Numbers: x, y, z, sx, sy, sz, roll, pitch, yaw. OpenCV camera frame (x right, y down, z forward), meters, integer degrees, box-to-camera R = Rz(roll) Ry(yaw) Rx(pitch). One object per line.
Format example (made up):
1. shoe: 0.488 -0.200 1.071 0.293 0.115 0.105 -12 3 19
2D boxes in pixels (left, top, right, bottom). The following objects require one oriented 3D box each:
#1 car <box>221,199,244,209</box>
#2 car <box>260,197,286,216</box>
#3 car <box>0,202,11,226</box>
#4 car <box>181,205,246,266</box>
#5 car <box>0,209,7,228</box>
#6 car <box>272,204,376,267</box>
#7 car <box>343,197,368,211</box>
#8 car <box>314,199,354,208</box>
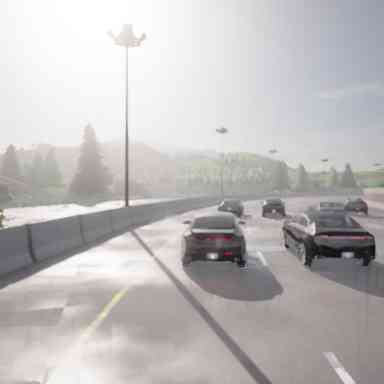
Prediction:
1. car: 3.401 1.292 28.505 1.994 1.385 4.181 0 1 12
2. car: 7.016 1.239 28.727 1.837 1.490 4.892 0 1 12
3. car: -12.725 1.341 18.371 2.033 1.411 5.357 0 1 8
4. car: 0.740 1.397 11.102 1.837 1.490 4.892 0 1 5
5. car: -9.780 1.327 13.252 1.882 1.535 5.008 0 1 6
6. car: 4.240 1.392 11.027 2.128 1.511 4.902 0 1 5
7. car: 14.612 1.224 30.449 2.128 1.511 4.902 0 1 14
8. car: 9.475 1.336 23.575 2.033 1.411 5.357 0 1 11
